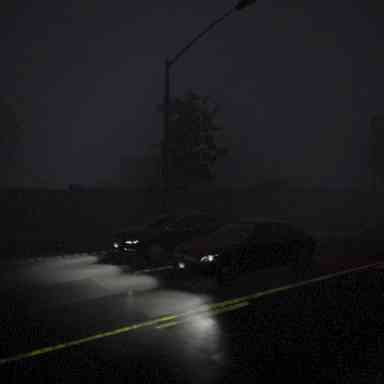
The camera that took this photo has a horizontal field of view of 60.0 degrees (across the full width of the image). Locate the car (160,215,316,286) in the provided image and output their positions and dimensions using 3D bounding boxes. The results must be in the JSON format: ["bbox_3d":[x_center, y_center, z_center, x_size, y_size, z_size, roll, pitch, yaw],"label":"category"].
[{"bbox_3d":[1.646,1.506,9.467,4.674,1.442,1.812,0,0,-35],"label":"car"}]

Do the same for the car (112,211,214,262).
[{"bbox_3d":[-0.499,1.484,12.236,4.892,1.490,1.837,0,0,-35],"label":"car"}]
